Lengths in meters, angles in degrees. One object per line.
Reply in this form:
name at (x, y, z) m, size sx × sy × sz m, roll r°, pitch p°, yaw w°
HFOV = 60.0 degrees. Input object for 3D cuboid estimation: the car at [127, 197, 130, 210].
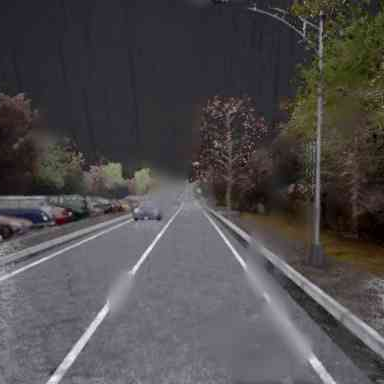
car at (-10.237, 1.700, 41.458) m, size 5.366 × 1.575 × 1.946 m, roll 0°, pitch -1°, yaw 0°

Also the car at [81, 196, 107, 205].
car at (-23.623, 2.101, 80.314) m, size 5.566 × 2.045 × 2.435 m, roll 0°, pitch -1°, yaw 0°

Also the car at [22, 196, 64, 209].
car at (-23.501, 1.614, 52.625) m, size 5.566 × 2.045 × 2.435 m, roll 0°, pitch -1°, yaw 0°

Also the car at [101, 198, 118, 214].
car at (-10.398, 1.582, 33.130) m, size 5.008 × 1.535 × 2.097 m, roll 0°, pitch -1°, yaw 0°

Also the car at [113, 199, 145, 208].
car at (-10.426, 1.934, 55.337) m, size 4.792 × 1.488 × 2.163 m, roll 0°, pitch -1°, yaw 0°

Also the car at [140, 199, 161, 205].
car at (-10.713, 2.477, 85.858) m, size 5.366 × 1.575 × 1.946 m, roll 0°, pitch -1°, yaw 0°

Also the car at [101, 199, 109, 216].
car at (-10.399, 1.582, 30.354) m, size 4.674 × 1.452 × 2.002 m, roll 0°, pitch -1°, yaw 0°

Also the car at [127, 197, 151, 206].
car at (-10.513, 1.942, 66.440) m, size 4.553 × 1.767 × 2.185 m, roll 0°, pitch -1°, yaw 0°

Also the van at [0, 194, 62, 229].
van at (-10.254, 1.229, 19.270) m, size 4.442 × 1.987 × 1.878 m, roll 0°, pitch 0°, yaw 0°

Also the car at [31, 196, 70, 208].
car at (-23.507, 1.654, 55.395) m, size 5.566 × 2.045 × 2.435 m, roll 0°, pitch -1°, yaw 0°

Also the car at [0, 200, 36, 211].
car at (-23.512, 1.783, 44.186) m, size 4.674 × 1.452 × 2.002 m, roll 0°, pitch -1°, yaw 0°

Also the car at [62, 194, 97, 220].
car at (-10.412, 1.210, 24.806) m, size 5.566 × 2.045 × 2.435 m, roll 0°, pitch -1°, yaw 0°

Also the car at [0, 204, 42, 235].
car at (-10.367, 1.499, 16.494) m, size 4.674 × 1.452 × 2.002 m, roll 0°, pitch 0°, yaw 0°

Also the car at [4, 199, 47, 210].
car at (-23.510, 1.784, 47.081) m, size 5.008 × 1.535 × 2.097 m, roll 0°, pitch -1°, yaw 0°

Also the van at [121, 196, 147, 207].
van at (-10.585, 1.759, 60.892) m, size 4.442 × 1.987 × 1.878 m, roll 0°, pitch -1°, yaw 0°

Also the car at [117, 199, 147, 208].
car at (-10.433, 1.974, 58.113) m, size 4.792 × 1.488 × 2.163 m, roll 0°, pitch -1°, yaw 0°

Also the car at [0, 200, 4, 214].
car at (-23.484, 1.624, 36.001) m, size 5.008 × 1.535 × 2.097 m, roll 0°, pitch -1°, yaw 0°

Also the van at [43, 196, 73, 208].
van at (-23.425, 1.720, 58.164) m, size 4.442 × 1.987 × 1.878 m, roll 0°, pitch -1°, yaw 0°

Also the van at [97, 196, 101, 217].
van at (-10.273, 1.276, 27.582) m, size 4.442 × 1.987 × 1.878 m, roll 0°, pitch -1°, yaw 0°

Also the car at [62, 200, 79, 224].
car at (-10.406, 1.480, 22.052) m, size 4.792 × 1.488 × 2.163 m, roll 0°, pitch 0°, yaw 0°

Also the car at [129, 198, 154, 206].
car at (-10.482, 2.115, 69.217) m, size 4.892 × 1.521 × 2.231 m, roll 0°, pitch -1°, yaw 0°

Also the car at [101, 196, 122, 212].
car at (-10.378, 1.497, 35.908) m, size 4.553 × 1.767 × 2.185 m, roll 0°, pitch -1°, yaw 0°

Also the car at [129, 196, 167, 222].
car at (-3.428, 1.403, 27.061) m, size 2.097 × 1.767 × 4.553 m, roll 0°, pitch 0°, yaw 0°

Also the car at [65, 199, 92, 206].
car at (-23.597, 2.144, 69.237) m, size 4.792 × 1.488 × 2.163 m, roll 0°, pitch -1°, yaw 0°

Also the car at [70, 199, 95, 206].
car at (-23.603, 2.194, 71.876) m, size 4.792 × 1.488 × 2.163 m, roll 0°, pitch -1°, yaw 0°

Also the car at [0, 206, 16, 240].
car at (-10.327, 1.493, 13.716) m, size 4.792 × 1.488 × 2.163 m, roll 0°, pitch 0°, yaw 0°

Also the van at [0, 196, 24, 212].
van at (-23.619, 1.477, 41.419) m, size 4.442 × 1.987 × 1.878 m, roll 0°, pitch -1°, yaw 0°

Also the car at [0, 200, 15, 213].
car at (-23.494, 1.704, 38.771) m, size 4.674 × 1.452 × 2.002 m, roll 0°, pitch -1°, yaw 0°

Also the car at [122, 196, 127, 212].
car at (-10.385, 1.537, 38.684) m, size 4.553 × 1.767 × 2.185 m, roll 0°, pitch -1°, yaw 0°

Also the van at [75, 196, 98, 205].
van at (-23.698, 1.997, 74.651) m, size 4.442 × 1.987 × 1.878 m, roll 0°, pitch -1°, yaw 0°

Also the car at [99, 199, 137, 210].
car at (-10.442, 1.784, 47.010) m, size 4.892 × 1.521 × 2.231 m, roll 0°, pitch -1°, yaw 0°

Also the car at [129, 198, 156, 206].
car at (-10.680, 2.164, 71.984) m, size 5.366 × 1.575 × 1.946 m, roll 0°, pitch -1°, yaw 0°

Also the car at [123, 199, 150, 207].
car at (-10.505, 2.055, 63.665) m, size 4.792 × 1.488 × 2.163 m, roll 0°, pitch -1°, yaw 0°

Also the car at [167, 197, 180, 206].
car at (-3.531, 2.168, 69.129) m, size 1.994 × 1.385 × 4.181 m, roll 0°, pitch -1°, yaw 0°

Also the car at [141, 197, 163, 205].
car at (-10.563, 2.294, 88.640) m, size 5.566 × 2.045 × 2.435 m, roll 0°, pitch -1°, yaw 0°

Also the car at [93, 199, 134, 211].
car at (-10.423, 1.744, 44.234) m, size 4.892 × 1.521 × 2.231 m, roll 0°, pitch -1°, yaw 0°

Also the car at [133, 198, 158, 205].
car at (-10.316, 2.219, 74.637) m, size 5.366 × 1.575 × 1.946 m, roll 0°, pitch -1°, yaw 0°

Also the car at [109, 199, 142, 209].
car at (-10.420, 1.893, 52.561) m, size 4.792 × 1.488 × 2.163 m, roll 0°, pitch -1°, yaw 0°

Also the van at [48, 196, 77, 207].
van at (-23.665, 1.760, 60.934) m, size 4.442 × 1.987 × 1.878 m, roll 0°, pitch -1°, yaw 0°

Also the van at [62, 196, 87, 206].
van at (-23.453, 1.843, 66.490) m, size 4.442 × 1.987 × 1.878 m, roll 0°, pitch -1°, yaw 0°
